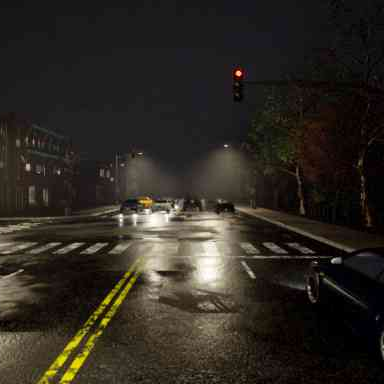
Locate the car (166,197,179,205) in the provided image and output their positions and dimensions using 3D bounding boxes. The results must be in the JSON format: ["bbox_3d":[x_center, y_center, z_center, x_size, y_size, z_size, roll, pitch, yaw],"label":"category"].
[{"bbox_3d":[-3.340,1.581,57.838,1.895,1.301,4.718,0,0,0],"label":"car"}]

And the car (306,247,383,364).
[{"bbox_3d":[3.335,1.563,5.302,1.994,1.385,4.181,0,0,1],"label":"car"}]

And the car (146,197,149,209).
[{"bbox_3d":[-6.610,1.463,45.916,1.882,1.535,5.008,0,0,0],"label":"car"}]

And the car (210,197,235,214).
[{"bbox_3d":[3.334,1.482,34.732,2.128,1.511,4.902,0,0,0],"label":"car"}]

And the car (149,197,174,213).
[{"bbox_3d":[-3.358,1.515,36.985,1.812,1.442,4.674,0,0,0],"label":"car"}]

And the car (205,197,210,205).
[{"bbox_3d":[3.320,1.527,58.985,2.033,1.411,5.357,0,0,0],"label":"car"}]

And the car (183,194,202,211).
[{"bbox_3d":[0.081,1.208,41.591,2.150,2.045,5.566,0,0,0],"label":"car"}]

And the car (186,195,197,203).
[{"bbox_3d":[-0.030,1.467,68.729,2.128,1.511,4.902,0,0,0],"label":"car"}]

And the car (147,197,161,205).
[{"bbox_3d":[-6.597,1.544,58.103,1.994,1.385,4.181,0,0,0],"label":"car"}]

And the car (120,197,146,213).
[{"bbox_3d":[-6.637,1.515,36.831,1.812,1.442,4.674,0,0,1],"label":"car"}]

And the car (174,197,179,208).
[{"bbox_3d":[-3.361,1.477,46.253,2.128,1.511,4.902,0,0,0],"label":"car"}]
